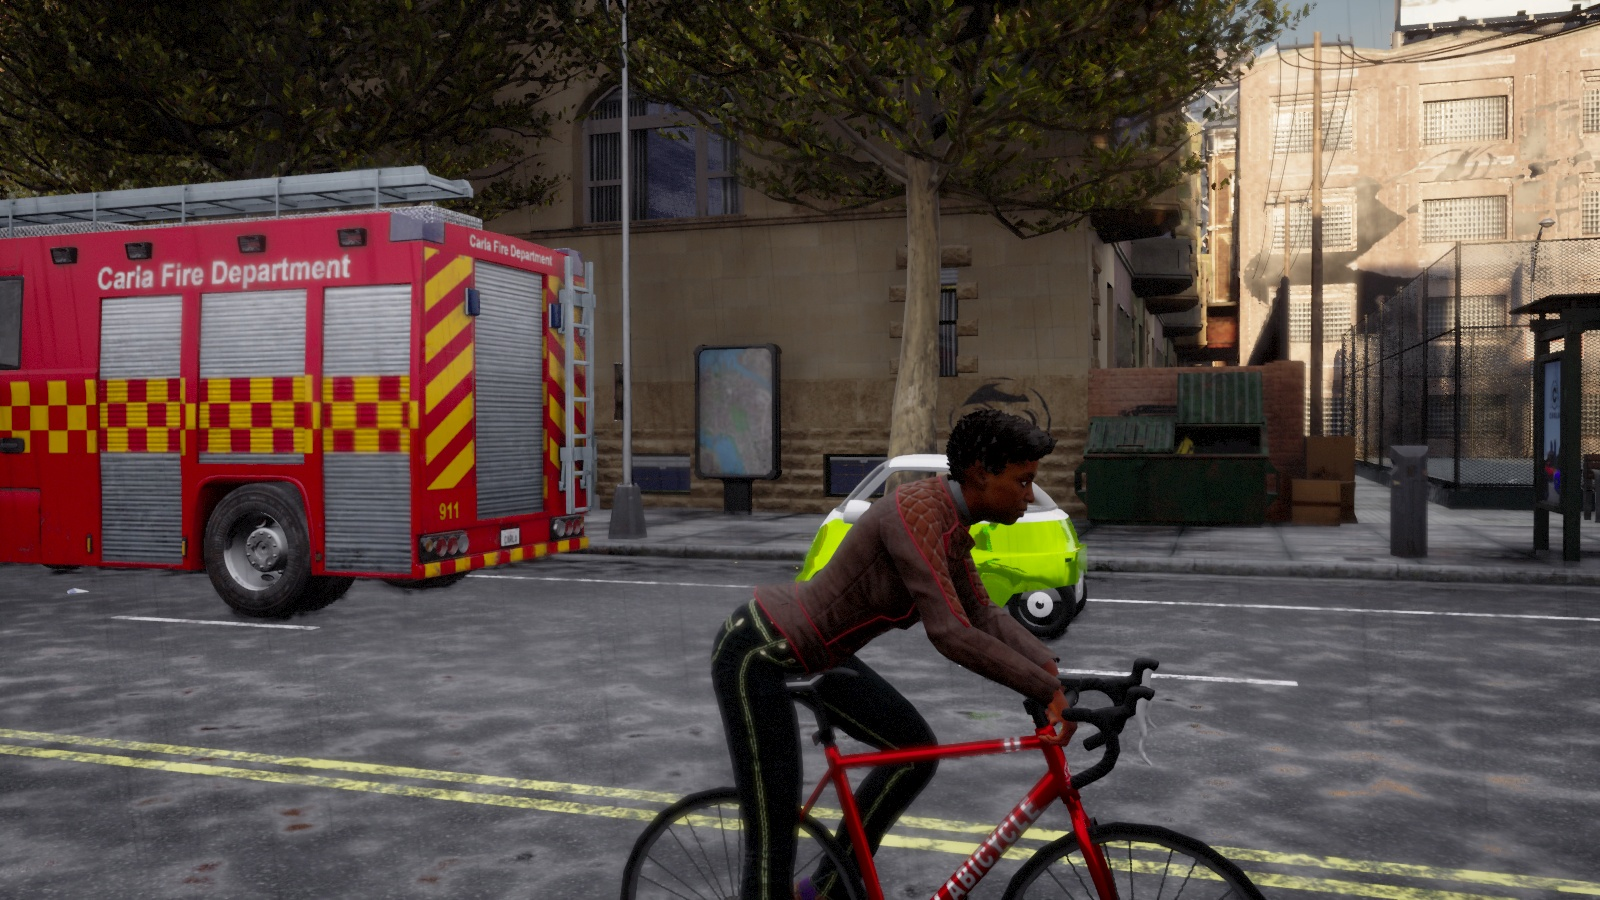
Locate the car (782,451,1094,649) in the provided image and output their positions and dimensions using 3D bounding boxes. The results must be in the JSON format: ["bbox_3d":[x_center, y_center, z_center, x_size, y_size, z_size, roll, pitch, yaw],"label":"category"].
[{"bbox_3d":[1.153,0.723,10.141,2.207,1.376,1.481,1,1,19],"label":"car"}]

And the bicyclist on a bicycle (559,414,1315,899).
[{"bbox_3d":[0.305,0.732,3.021,1.656,1.620,0.582,1,1,17],"label":"bicyclist on a bicycle"}]

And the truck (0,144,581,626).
[{"bbox_3d":[-6.695,-0.566,12.681,8.468,3.827,2.891,1,1,19],"label":"truck"}]
